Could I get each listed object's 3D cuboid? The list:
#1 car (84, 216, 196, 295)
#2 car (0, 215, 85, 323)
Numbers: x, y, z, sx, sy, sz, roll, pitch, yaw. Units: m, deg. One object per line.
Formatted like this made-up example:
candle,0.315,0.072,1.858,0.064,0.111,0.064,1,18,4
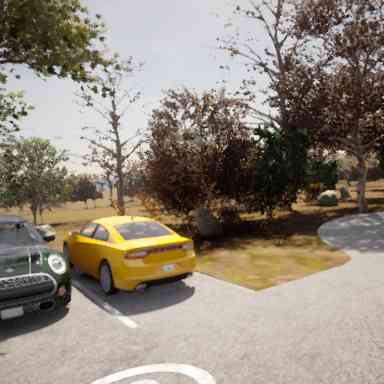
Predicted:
car,-1.898,1.379,8.700,2.097,1.535,5.008,-2,1,-35
car,-4.177,1.335,7.119,2.185,1.767,4.553,-2,1,-35
